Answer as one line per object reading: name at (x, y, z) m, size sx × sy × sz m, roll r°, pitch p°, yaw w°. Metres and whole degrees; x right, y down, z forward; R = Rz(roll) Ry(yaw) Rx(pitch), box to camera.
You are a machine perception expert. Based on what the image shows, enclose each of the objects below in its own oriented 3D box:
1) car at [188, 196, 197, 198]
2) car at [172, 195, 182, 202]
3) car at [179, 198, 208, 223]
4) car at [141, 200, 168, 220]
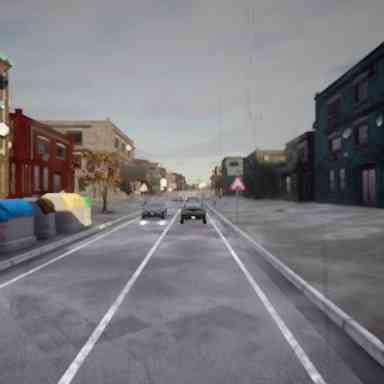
car at (0.063, 1.374, 46.110) m, size 2.033 × 1.649 × 4.856 m, roll 0°, pitch 0°, yaw 0°
car at (-3.004, 1.377, 68.483) m, size 1.994 × 1.385 × 4.181 m, roll 0°, pitch 0°, yaw 0°
car at (0.094, 1.475, 25.081) m, size 1.837 × 1.490 × 4.892 m, roll 0°, pitch 0°, yaw 0°
car at (-3.100, 1.470, 28.061) m, size 1.837 × 1.490 × 4.892 m, roll 0°, pitch 0°, yaw 0°
